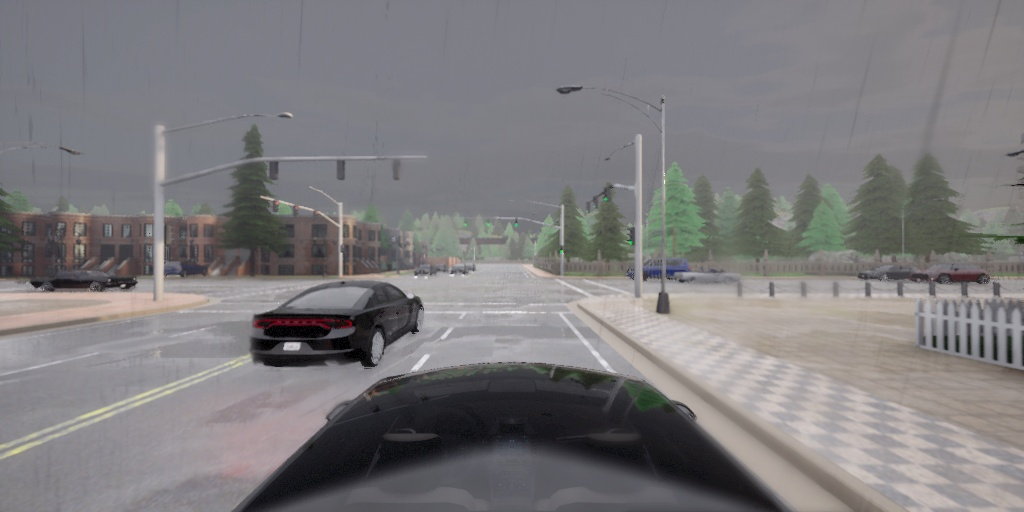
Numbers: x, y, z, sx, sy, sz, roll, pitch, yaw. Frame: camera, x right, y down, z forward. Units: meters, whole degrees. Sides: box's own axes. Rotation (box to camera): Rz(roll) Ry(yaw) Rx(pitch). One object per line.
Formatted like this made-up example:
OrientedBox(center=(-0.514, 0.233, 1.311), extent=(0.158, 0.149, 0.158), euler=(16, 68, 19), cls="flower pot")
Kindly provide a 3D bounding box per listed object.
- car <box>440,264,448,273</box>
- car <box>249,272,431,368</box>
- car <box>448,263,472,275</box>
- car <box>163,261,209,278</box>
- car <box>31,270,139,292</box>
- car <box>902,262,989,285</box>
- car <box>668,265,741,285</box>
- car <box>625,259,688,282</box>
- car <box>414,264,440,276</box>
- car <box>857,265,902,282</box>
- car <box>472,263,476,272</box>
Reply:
OrientedBox(center=(-10.519, 1.799, 52.538), extent=(1.994, 1.385, 4.181), euler=(0, 0, 1), cls="car")
OrientedBox(center=(-3.416, 1.288, 8.069), extent=(1.882, 1.535, 5.008), euler=(0, -1, 0), cls="car")
OrientedBox(center=(-7.018, 1.722, 48.499), extent=(1.812, 1.442, 4.674), euler=(0, -1, 0), cls="car")
OrientedBox(center=(-33.795, 1.280, 37.120), extent=(2.097, 1.767, 4.553), euler=(-1, 0, -9), cls="car")
OrientedBox(center=(-26.377, 1.547, 22.266), extent=(4.718, 1.301, 1.895), euler=(0, -1, 0), cls="car")
OrientedBox(center=(35.032, 1.361, 28.876), extent=(4.553, 1.767, 2.097), euler=(0, -1, 0), cls="car")
OrientedBox(center=(15.593, 1.610, 28.926), extent=(4.718, 1.301, 1.895), euler=(0, -1, 0), cls="car")
OrientedBox(center=(13.177, 1.262, 32.435), extent=(5.566, 2.045, 2.150), euler=(0, -1, 0), cls="car")
OrientedBox(center=(-10.536, 1.717, 43.883), extent=(1.994, 1.385, 4.181), euler=(0, -1, 0), cls="car")
OrientedBox(center=(34.139, 1.546, 32.379), extent=(4.892, 1.490, 1.837), euler=(0, -1, 0), cls="car")
OrientedBox(center=(-6.993, 1.820, 58.742), extent=(1.812, 1.442, 4.674), euler=(0, -1, 0), cls="car")
